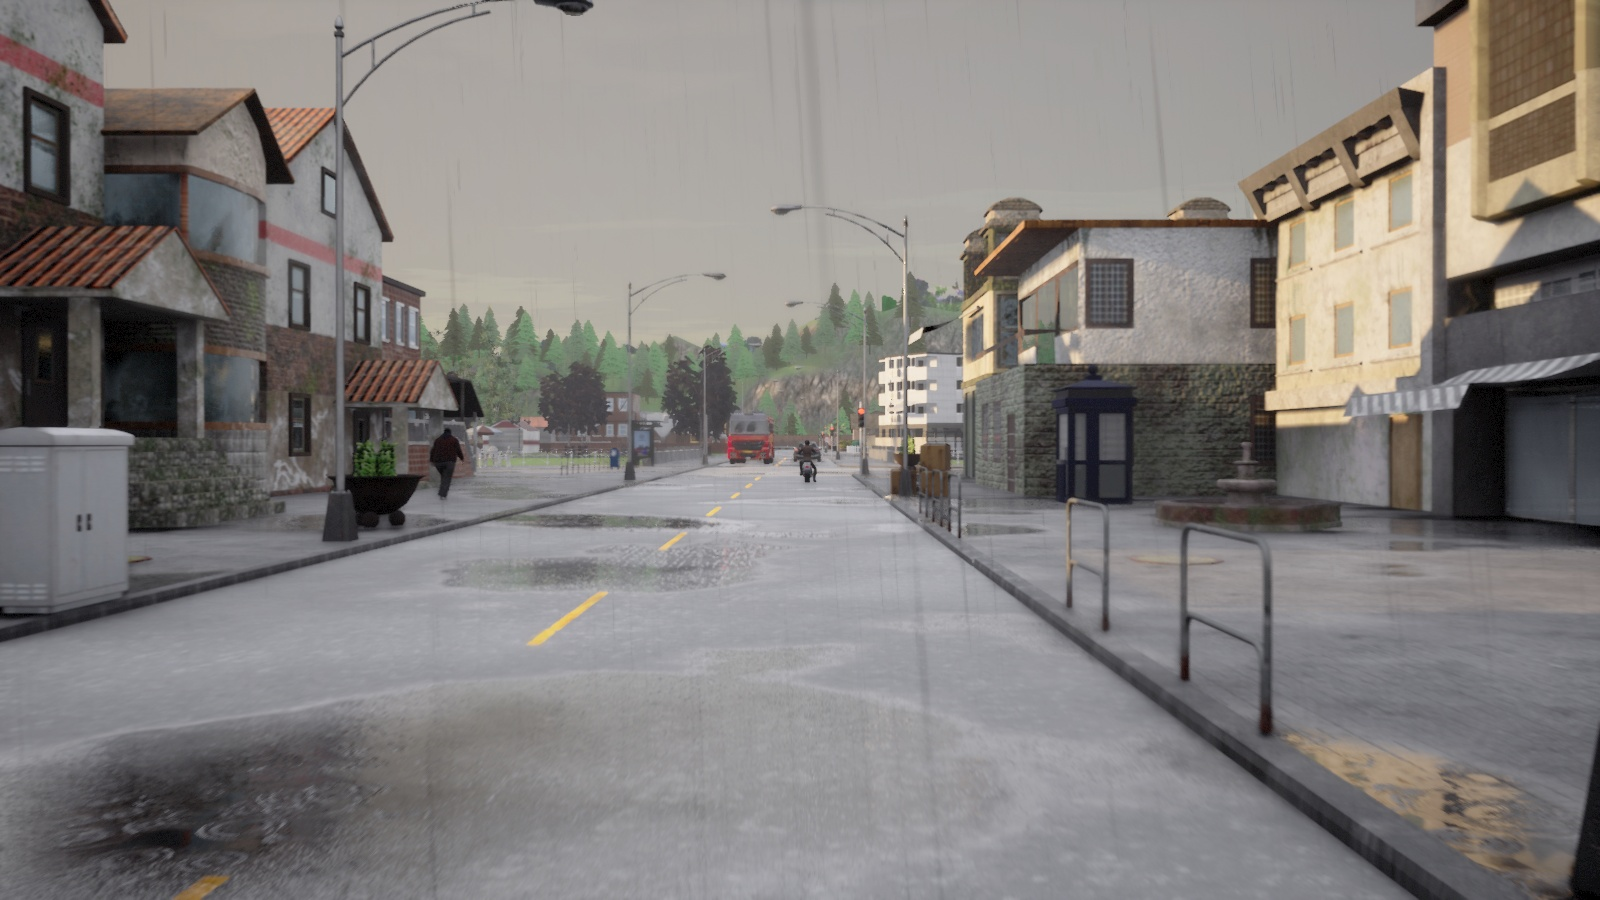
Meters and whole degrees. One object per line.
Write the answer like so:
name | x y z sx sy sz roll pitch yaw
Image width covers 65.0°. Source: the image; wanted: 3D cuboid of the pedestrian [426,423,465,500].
pedestrian | -8.622 0.275 30.526 0.634 1.844 0.899 0 0 5

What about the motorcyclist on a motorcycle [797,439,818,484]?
motorcyclist on a motorcycle | 0.278 0.429 47.551 0.766 1.649 2.350 0 0 1

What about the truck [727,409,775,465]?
truck | -3.440 -0.928 90.015 2.891 3.827 8.468 0 0 2
